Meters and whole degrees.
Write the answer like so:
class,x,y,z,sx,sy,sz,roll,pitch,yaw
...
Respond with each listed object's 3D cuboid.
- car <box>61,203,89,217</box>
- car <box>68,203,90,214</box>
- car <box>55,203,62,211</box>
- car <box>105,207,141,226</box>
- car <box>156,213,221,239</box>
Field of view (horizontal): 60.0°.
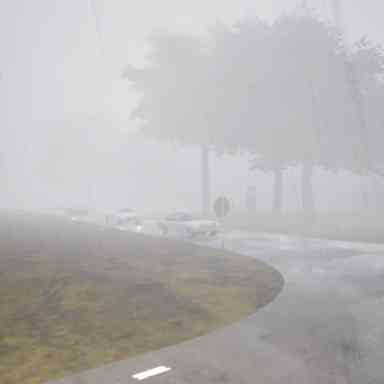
class,x,y,z,sx,sy,sz,roll,pitch,yaw
car,-14.208,2.270,40.845,1.812,1.442,4.674,0,-1,-34
car,-17.094,2.390,50.265,1.837,1.490,4.892,0,-1,-34
car,-22.805,2.643,58.606,1.895,1.301,4.718,0,-1,-33
car,-6.128,2.063,28.991,1.812,1.442,4.674,0,-1,-35
car,-0.297,1.993,20.445,1.895,1.301,4.718,0,-1,-34
